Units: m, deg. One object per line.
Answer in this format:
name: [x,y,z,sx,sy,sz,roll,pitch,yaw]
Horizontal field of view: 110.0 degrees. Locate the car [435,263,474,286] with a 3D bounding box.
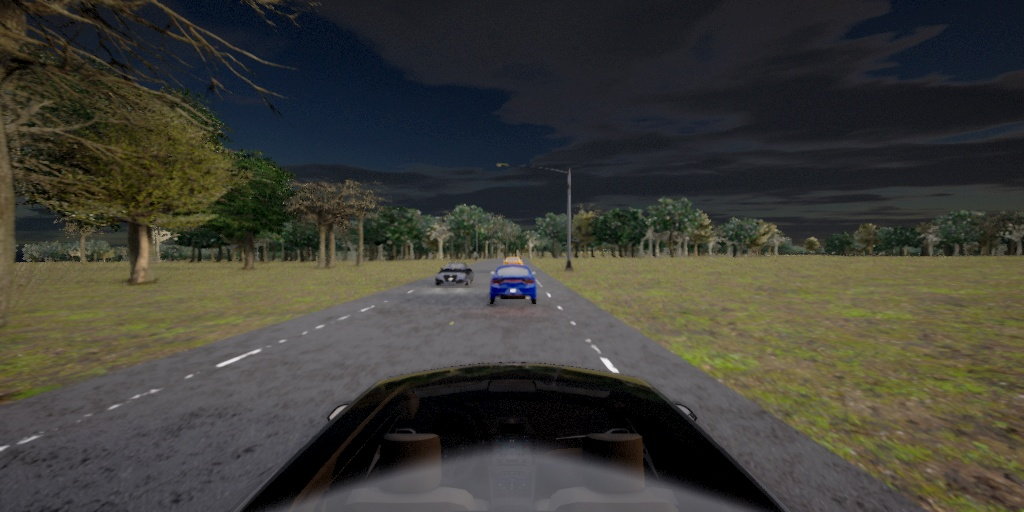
car: [-3.537,1.109,22.655,1.994,1.385,4.181,0,1,1]

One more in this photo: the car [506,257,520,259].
car: [0.096,0.826,37.315,1.882,1.535,5.008,0,1,0]

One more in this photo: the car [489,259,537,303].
car: [0.051,1.108,15.880,1.882,1.535,5.008,0,1,0]
